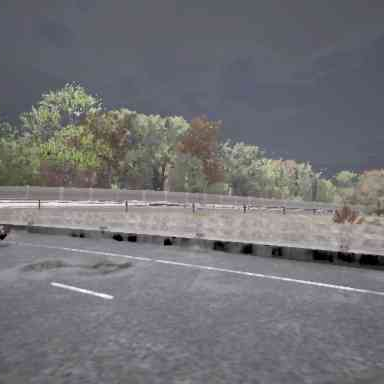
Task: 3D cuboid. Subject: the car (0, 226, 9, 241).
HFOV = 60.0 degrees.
[{"bbox_3d":[-9.942,1.615,13.830,4.718,1.301,1.895,0,0,27],"label":"car"}]
